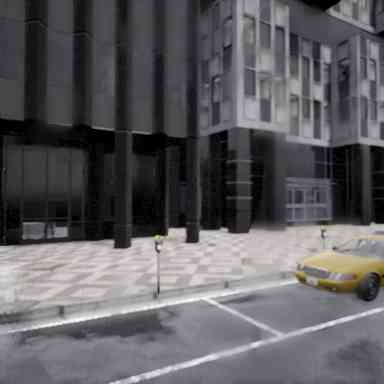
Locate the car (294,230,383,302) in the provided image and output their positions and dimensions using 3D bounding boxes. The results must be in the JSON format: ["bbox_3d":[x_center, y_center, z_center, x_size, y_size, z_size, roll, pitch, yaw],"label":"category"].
[{"bbox_3d":[4.846,1.728,8.744,4.829,1.417,1.752,0,-1,-29],"label":"car"}]
